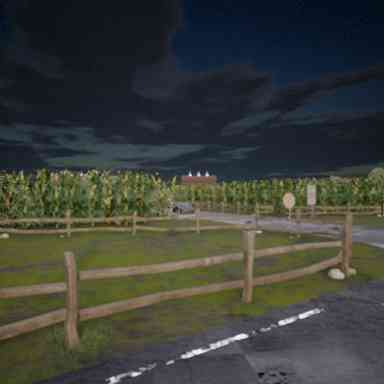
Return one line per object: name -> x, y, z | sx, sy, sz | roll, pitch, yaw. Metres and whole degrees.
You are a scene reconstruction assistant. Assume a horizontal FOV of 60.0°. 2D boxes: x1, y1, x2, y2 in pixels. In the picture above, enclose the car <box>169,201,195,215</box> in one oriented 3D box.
car -> -1.294, 1.903, 40.146 | 1.837, 1.490, 4.892 | 0, 0, -25
